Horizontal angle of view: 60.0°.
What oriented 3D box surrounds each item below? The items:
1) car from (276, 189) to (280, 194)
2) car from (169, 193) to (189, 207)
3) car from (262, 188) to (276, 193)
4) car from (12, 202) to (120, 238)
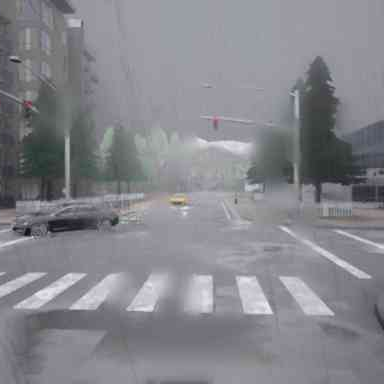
[{"bbox_3d":[22.671,-0.080,90.125,1.970,1.475,3.806,0,1,4],"label":"car"},{"bbox_3d":[-1.501,0.901,39.346,1.882,1.535,5.008,0,2,4],"label":"car"},{"bbox_3d":[19.101,0.029,82.970,1.845,1.501,3.633,0,1,4],"label":"car"},{"bbox_3d":[-5.932,1.287,16.088,4.902,1.511,2.128,-1,3,-36],"label":"car"}]
